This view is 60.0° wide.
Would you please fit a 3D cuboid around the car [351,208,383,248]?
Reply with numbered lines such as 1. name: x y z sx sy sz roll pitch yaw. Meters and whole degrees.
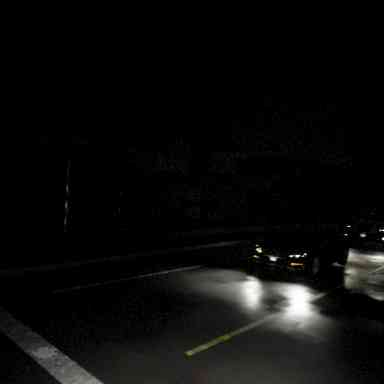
1. car: 10.618 1.977 18.975 2.150 2.045 5.566 3 -1 43

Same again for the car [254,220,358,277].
1. car: 3.961 1.809 11.522 1.837 1.490 4.892 3 -1 41
